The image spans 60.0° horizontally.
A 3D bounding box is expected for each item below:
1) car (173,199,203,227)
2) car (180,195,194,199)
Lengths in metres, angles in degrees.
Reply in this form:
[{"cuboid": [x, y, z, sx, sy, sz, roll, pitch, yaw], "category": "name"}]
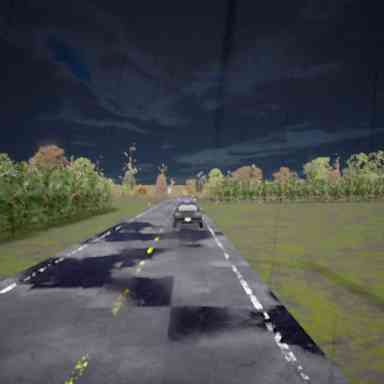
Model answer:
[{"cuboid": [-0.280, 1.421, 21.761, 1.812, 1.442, 4.674, 0, 0, -1], "category": "car"}, {"cuboid": [-0.584, 1.160, 38.351, 2.097, 1.767, 4.553, 0, 0, -1], "category": "car"}]
